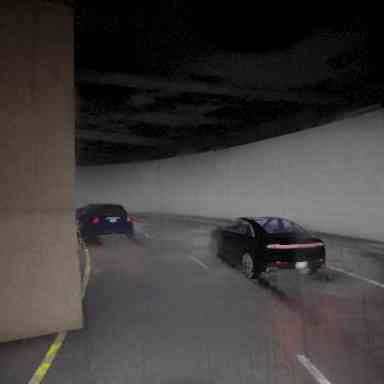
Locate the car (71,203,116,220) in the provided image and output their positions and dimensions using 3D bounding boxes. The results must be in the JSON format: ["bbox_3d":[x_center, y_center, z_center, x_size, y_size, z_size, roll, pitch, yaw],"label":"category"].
[{"bbox_3d":[-8.878,1.676,29.648,1.895,1.301,4.718,0,0,-43],"label":"car"}]

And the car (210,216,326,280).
[{"bbox_3d":[1.961,1.475,10.021,2.128,1.511,4.902,0,0,-14],"label":"car"}]

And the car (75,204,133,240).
[{"bbox_3d":[-4.691,1.392,17.724,2.097,1.767,4.553,-1,0,-26],"label":"car"}]
